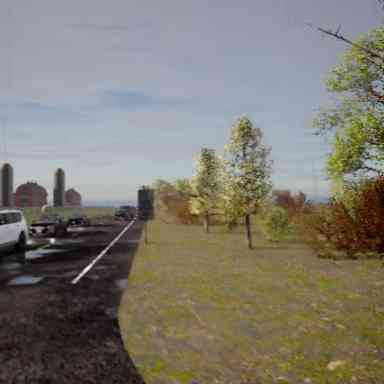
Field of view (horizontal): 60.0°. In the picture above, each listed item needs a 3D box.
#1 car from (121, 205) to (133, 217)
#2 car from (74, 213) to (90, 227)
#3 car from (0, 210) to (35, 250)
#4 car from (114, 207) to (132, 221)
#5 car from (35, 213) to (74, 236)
[{"bbox_3d":[-11.287,3.325,56.988,2.150,2.045,5.566,-1,-2,-8],"label":"car"},{"bbox_3d":[-12.041,2.924,35.092,1.994,1.385,4.181,-1,-2,-7],"label":"car"},{"bbox_3d":[-9.475,1.857,15.180,2.150,2.045,5.566,-1,-2,-5],"label":"car"},{"bbox_3d":[-9.922,3.243,47.079,1.837,1.490,4.892,-1,-2,-8],"label":"car"},{"bbox_3d":[-10.761,2.488,25.132,2.128,1.511,4.902,-1,-2,-8],"label":"car"}]
